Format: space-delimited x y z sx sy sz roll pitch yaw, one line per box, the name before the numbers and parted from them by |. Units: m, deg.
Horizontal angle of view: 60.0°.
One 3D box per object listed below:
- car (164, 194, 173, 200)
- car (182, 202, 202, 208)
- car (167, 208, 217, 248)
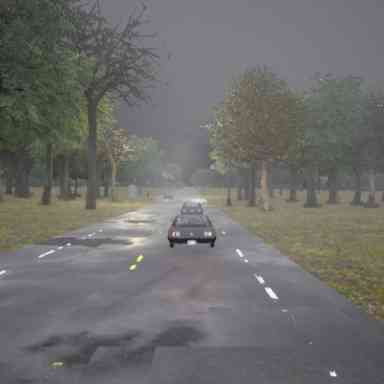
car | -5.527 1.052 77.338 1.994 1.385 4.181 0 1 -7
car | 0.000 1.581 29.679 1.895 1.301 4.718 0 0 0
car | 0.000 1.604 14.680 1.895 1.301 4.718 0 0 0
